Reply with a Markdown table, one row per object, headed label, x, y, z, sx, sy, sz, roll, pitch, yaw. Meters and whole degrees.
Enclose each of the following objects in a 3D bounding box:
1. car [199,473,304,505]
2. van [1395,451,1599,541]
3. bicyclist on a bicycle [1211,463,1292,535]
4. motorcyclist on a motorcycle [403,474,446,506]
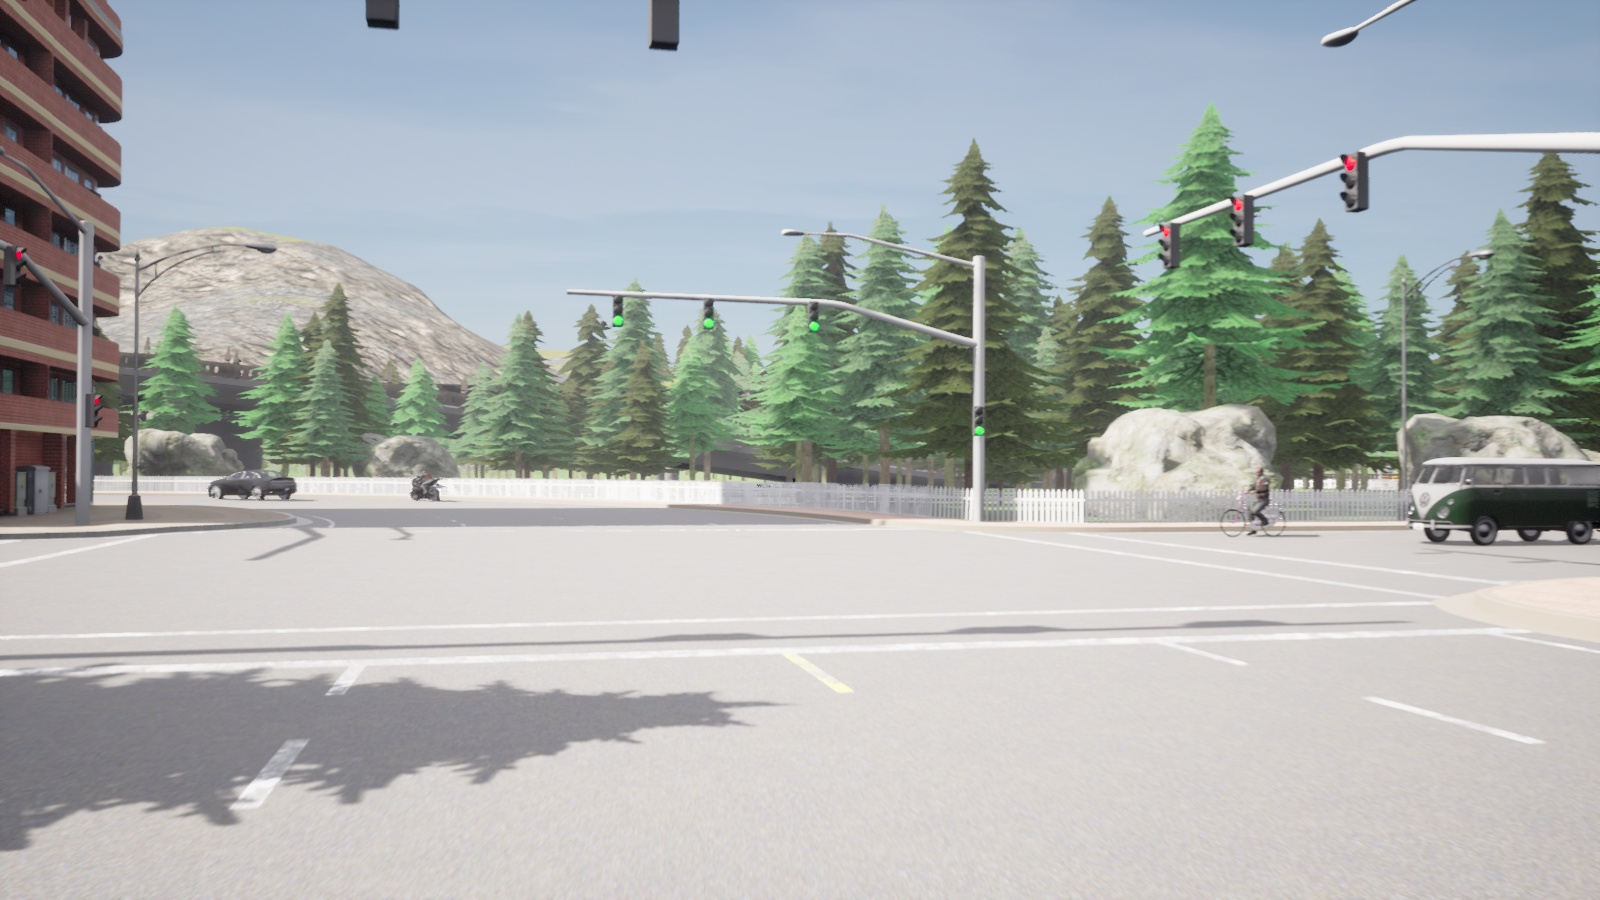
| label | x | y | z | sx | sy | sz | roll | pitch | yaw |
| --- | --- | --- | --- | --- | --- | --- | --- | --- | --- |
| car | -27.310 | 1.924 | 62.487 | 4.902 | 1.511 | 2.128 | -1 | -1 | 26 |
| van | 16.337 | 1.042 | 29.111 | 4.442 | 1.987 | 1.775 | 0 | -1 | -13 |
| bicyclist on a bicycle | 11.363 | 1.220 | 31.592 | 1.843 | 1.776 | 0.659 | 0 | -1 | -12 |
| motorcyclist on a motorcycle | -18.371 | 1.948 | 61.422 | 2.191 | 1.530 | 0.866 | -1 | -1 | 36 |
